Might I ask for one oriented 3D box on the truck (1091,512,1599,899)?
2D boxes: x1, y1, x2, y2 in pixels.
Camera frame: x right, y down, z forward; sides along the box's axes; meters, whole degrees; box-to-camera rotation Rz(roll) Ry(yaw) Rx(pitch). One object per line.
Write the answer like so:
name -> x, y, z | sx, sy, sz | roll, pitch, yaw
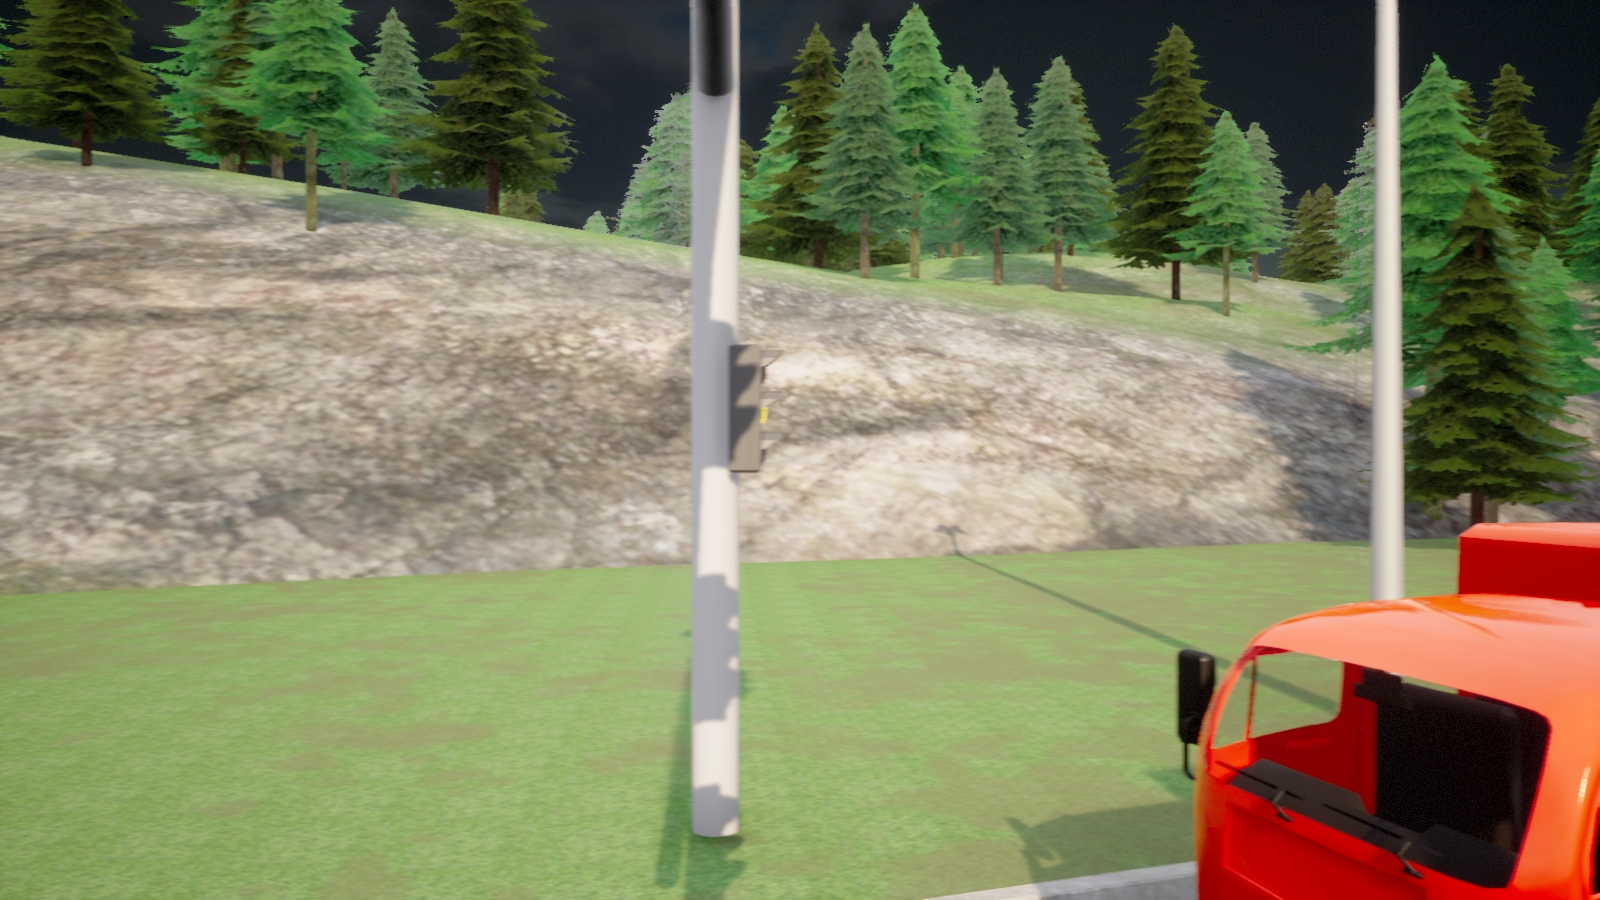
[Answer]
truck -> 4.206, 1.568, 4.741 | 5.204, 2.467, 2.627 | 0, 0, -18
